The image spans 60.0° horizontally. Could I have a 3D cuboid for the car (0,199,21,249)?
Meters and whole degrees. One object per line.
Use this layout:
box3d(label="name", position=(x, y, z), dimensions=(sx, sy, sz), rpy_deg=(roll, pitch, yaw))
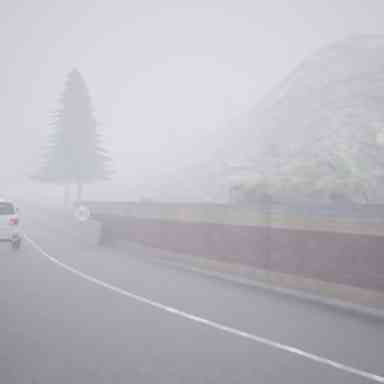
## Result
box3d(label="car", position=(-8.792, 1.289, 14.392), dimensions=(2.150, 2.045, 5.566), rpy_deg=(1, 0, -33))
